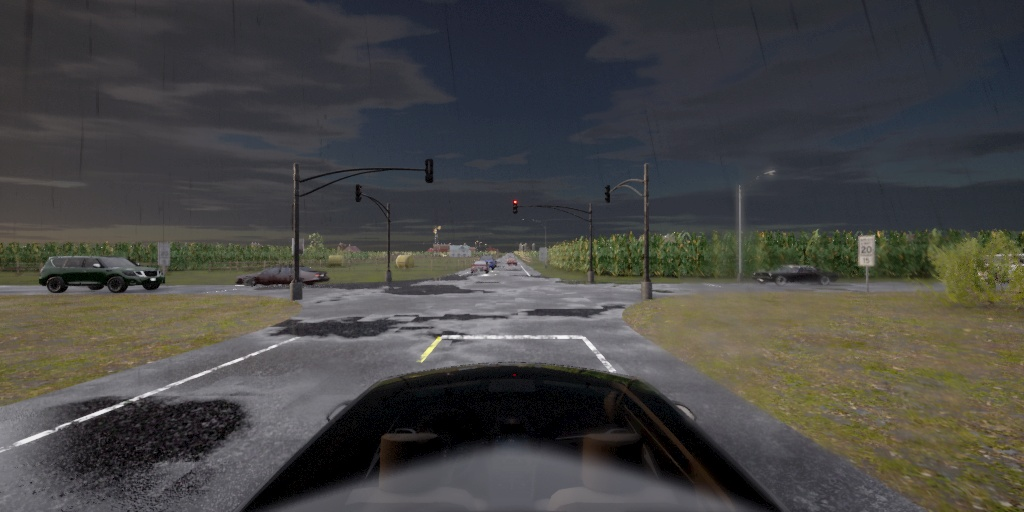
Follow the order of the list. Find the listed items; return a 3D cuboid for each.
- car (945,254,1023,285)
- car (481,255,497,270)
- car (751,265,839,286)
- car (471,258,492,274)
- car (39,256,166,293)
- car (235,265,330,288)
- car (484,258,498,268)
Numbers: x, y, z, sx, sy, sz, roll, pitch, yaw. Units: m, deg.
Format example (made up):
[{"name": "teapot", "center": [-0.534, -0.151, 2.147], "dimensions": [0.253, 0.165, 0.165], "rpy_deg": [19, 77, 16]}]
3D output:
[{"name": "car", "center": [32.617, 0.871, 23.969], "dimensions": [5.566, 2.045, 2.150], "rpy_deg": [0, 0, 0]}, {"name": "car", "center": [-3.593, 0.926, 51.185], "dimensions": [2.150, 2.045, 5.566], "rpy_deg": [0, 0, 0]}, {"name": "car", "center": [18.726, 1.292, 23.869], "dimensions": [4.718, 1.301, 1.895], "rpy_deg": [0, 0, -3]}, {"name": "car", "center": [-3.604, 1.246, 41.235], "dimensions": [1.812, 1.442, 4.674], "rpy_deg": [0, 0, 0]}, {"name": "car", "center": [-23.374, 1.007, 20.569], "dimensions": [5.566, 2.045, 2.150], "rpy_deg": [0, 0, 0]}, {"name": "car", "center": [-14.967, 1.329, 23.571], "dimensions": [5.357, 1.411, 2.033], "rpy_deg": [0, 0, 0]}, {"name": "car", "center": [-3.582, 1.173, 61.610], "dimensions": [2.128, 1.511, 4.902], "rpy_deg": [0, 0, 0]}]
